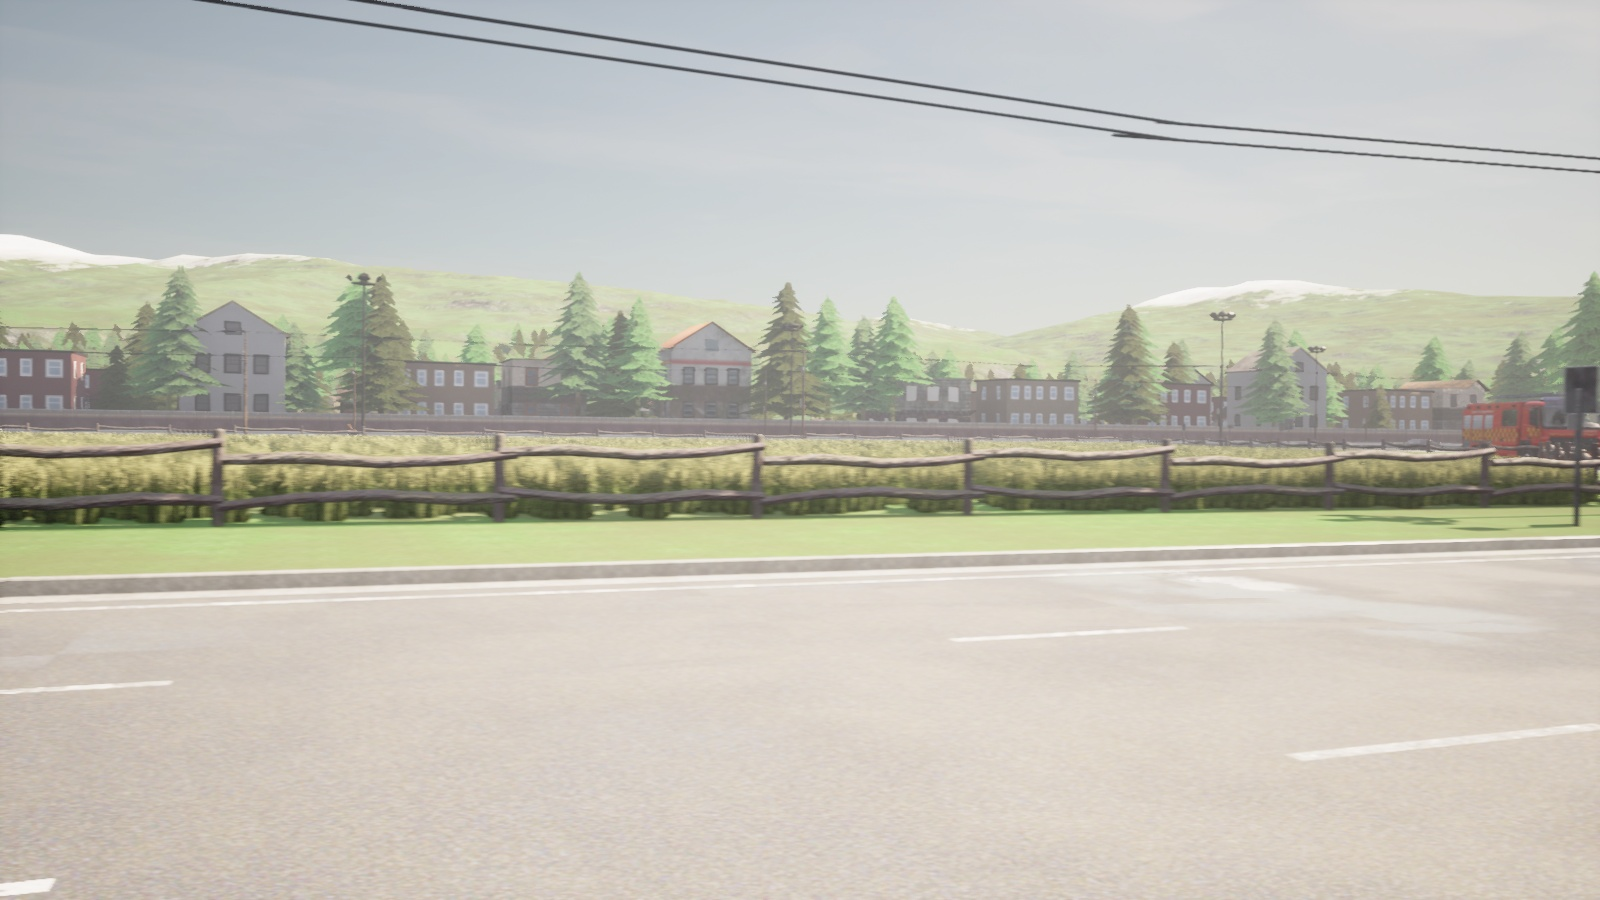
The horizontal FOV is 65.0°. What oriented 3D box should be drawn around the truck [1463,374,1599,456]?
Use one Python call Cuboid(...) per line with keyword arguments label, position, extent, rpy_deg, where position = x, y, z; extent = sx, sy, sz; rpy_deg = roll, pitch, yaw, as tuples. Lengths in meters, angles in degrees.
Cuboid(label="truck", position=(36.922, -1.733, 63.344), extent=(2.891, 3.827, 8.468), rpy_deg=(0, 1, 4))
